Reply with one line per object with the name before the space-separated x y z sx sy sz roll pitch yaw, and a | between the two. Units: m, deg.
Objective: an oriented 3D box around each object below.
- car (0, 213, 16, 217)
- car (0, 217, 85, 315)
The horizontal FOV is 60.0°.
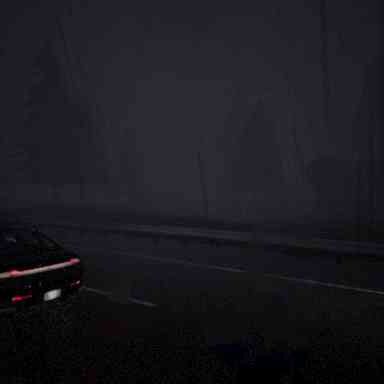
car | -8.424 1.513 13.519 4.718 1.301 1.895 0 0 31
car | -4.297 1.447 6.760 4.902 1.511 2.128 0 0 33
